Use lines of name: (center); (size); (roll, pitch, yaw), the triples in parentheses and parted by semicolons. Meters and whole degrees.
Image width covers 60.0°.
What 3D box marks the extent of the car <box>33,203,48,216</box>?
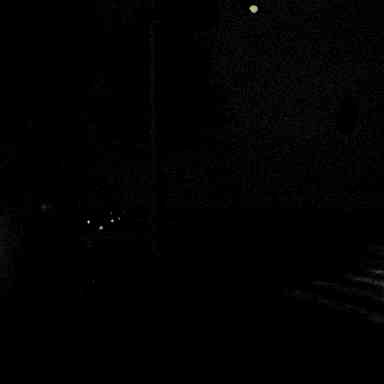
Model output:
car: (-19.840, 2.335, 41.613); (1.895, 1.301, 4.718); (0, -1, -34)

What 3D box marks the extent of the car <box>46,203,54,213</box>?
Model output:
car: (-22.125, 2.424, 50.135); (1.812, 1.442, 4.674); (0, -1, -34)

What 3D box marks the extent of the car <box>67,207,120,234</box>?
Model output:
car: (-6.668, 1.881, 21.765); (1.895, 1.301, 4.718); (0, -1, -34)

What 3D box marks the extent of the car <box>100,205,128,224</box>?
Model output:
car: (-6.940, 1.852, 27.471); (2.128, 1.511, 4.902); (0, -1, -34)
